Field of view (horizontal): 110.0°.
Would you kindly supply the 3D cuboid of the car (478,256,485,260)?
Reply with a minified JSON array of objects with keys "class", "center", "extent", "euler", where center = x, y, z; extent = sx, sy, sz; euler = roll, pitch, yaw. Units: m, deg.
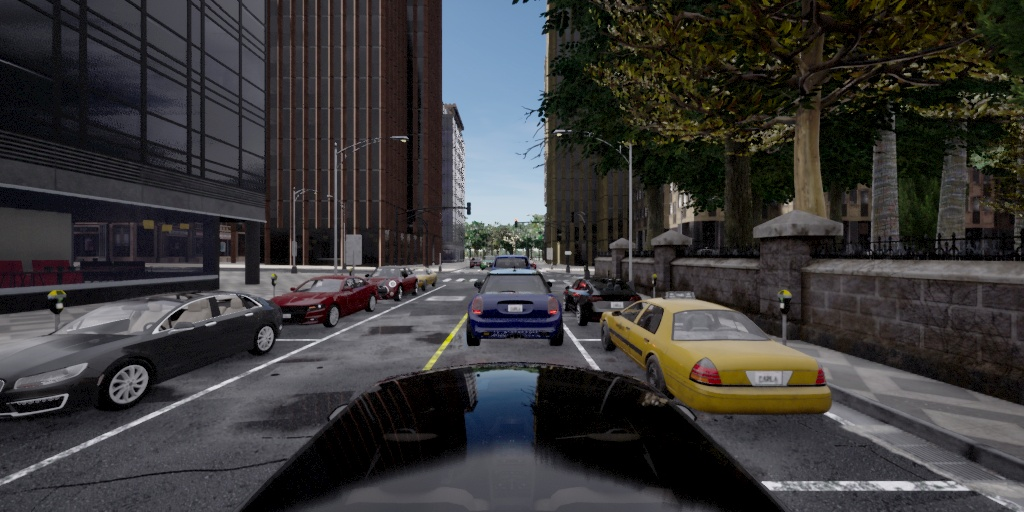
[{"class":"car","center":[-3.189,0.980,51.229],"extent":[2.150,2.045,5.566],"euler":[0,0,-1]}]

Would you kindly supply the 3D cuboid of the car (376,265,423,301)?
[{"class":"car","center":[-5.789,1.190,16.890],"extent":[1.967,1.591,4.097],"euler":[0,0,0]}]

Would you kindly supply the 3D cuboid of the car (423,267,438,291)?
[{"class":"car","center":[-5.799,1.276,22.176],"extent":[1.751,1.417,4.829],"euler":[0,0,0]}]

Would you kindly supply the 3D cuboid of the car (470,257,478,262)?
[{"class":"car","center":[-5.864,1.077,59.754],"extent":[2.192,1.841,5.009],"euler":[0,0,0]}]

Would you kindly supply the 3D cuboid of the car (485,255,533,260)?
[{"class":"car","center":[-0.025,0.972,18.987],"extent":[2.150,2.045,5.566],"euler":[0,0,0]}]

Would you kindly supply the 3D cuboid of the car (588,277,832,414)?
[{"class":"car","center":[2.755,1.275,6.163],"extent":[1.751,1.417,4.829],"euler":[0,0,0]}]

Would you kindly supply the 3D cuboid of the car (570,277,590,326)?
[{"class":"car","center":[2.745,1.316,11.450],"extent":[1.948,1.339,4.313],"euler":[0,0,0]}]

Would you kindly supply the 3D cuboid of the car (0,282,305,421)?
[{"class":"car","center":[-5.770,1.300,5.976],"extent":[2.007,1.370,4.403],"euler":[0,0,0]}]

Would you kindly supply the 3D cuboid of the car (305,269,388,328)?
[{"class":"car","center":[-5.780,1.295,11.433],"extent":[1.888,1.381,4.507],"euler":[0,0,0]}]

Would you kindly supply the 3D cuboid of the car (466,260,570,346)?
[{"class":"car","center":[0.039,1.102,9.552],"extent":[2.097,1.767,4.553],"euler":[0,0,-1]}]
